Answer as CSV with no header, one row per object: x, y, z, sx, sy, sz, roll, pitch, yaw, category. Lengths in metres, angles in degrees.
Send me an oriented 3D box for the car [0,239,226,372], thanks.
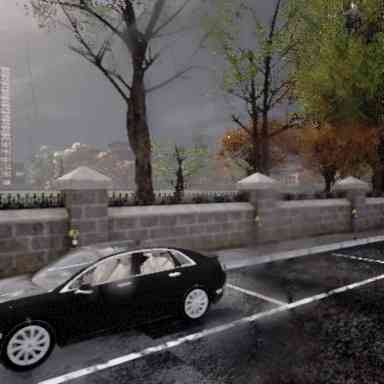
-1.408,1.537,5.555,4.403,1.369,2.008,-1,0,-35,car
